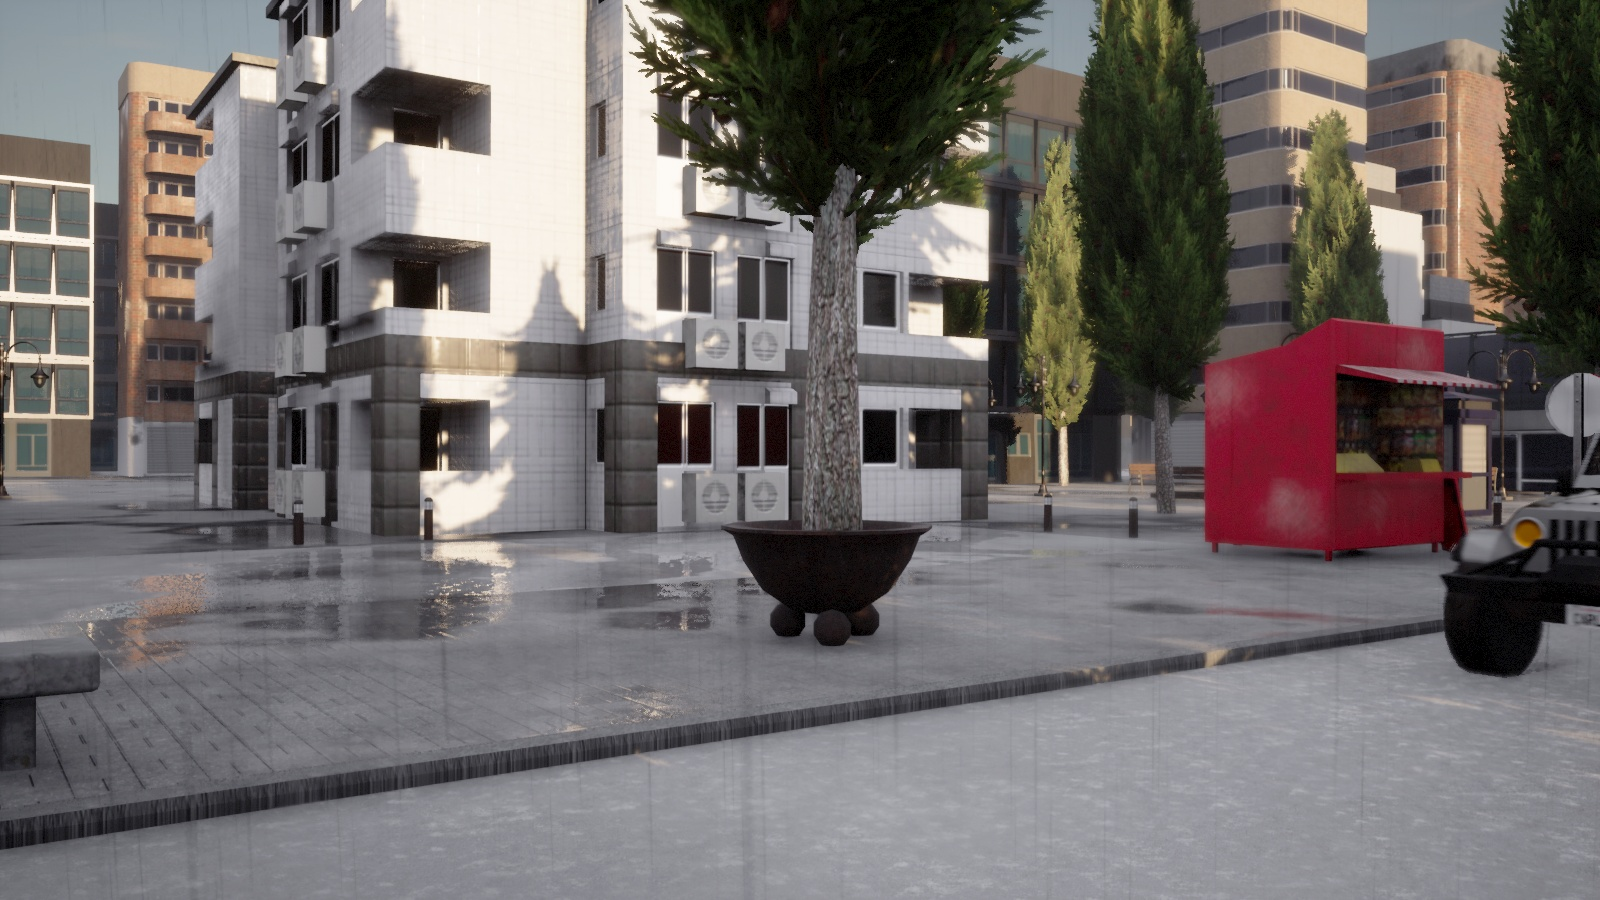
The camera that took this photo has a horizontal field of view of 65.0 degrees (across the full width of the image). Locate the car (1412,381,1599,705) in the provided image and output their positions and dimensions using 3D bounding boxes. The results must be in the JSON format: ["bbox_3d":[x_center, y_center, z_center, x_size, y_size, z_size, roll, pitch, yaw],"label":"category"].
[{"bbox_3d":[6.132,0.550,8.539,3.866,1.878,1.905,0,0,-35],"label":"car"}]
